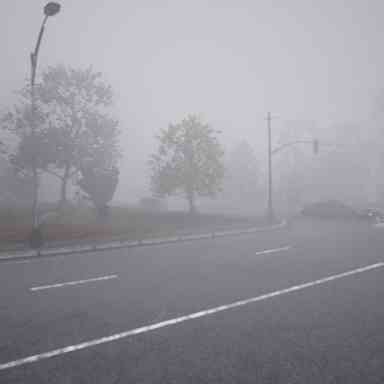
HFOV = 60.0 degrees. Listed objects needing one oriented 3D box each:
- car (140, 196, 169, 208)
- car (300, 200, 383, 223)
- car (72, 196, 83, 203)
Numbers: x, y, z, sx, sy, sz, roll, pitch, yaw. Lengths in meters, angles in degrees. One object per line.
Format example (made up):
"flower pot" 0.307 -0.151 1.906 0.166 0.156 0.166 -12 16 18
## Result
"car" -4.857 1.245 42.794 2.128 1.511 4.902 -2 1 -39
"car" 10.178 1.273 23.108 2.033 1.411 5.357 -1 1 -35
"car" -21.089 1.193 62.978 2.097 1.767 4.553 -2 0 -38
